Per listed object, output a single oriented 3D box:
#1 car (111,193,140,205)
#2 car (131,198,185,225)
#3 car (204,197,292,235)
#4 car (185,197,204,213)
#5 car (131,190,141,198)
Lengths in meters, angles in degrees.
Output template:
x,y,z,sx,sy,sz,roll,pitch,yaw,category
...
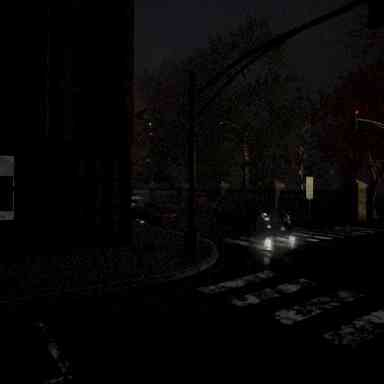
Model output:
x,y,z,sx,sy,sz,roll,pitch,yaw,category
-8.815,0.864,43.852,2.008,1.369,4.403,1,0,-36,car
-2.563,1.257,21.018,1.802,1.307,4.206,2,0,-36,car
3.032,1.143,17.709,2.097,1.767,4.553,0,1,-36,car
0.859,1.130,30.558,1.752,1.417,4.829,1,0,-36,car
-6.427,0.727,30.713,2.150,2.045,5.566,0,1,-36,car
